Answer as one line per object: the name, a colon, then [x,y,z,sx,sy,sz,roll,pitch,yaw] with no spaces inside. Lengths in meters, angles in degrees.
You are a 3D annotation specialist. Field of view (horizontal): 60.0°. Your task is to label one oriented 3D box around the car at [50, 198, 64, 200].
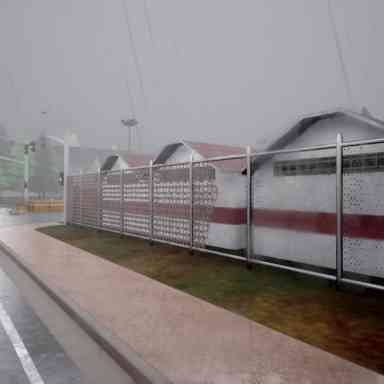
car: [-17.244,1.504,42.245,4.892,1.490,1.837,0,0,-39]
